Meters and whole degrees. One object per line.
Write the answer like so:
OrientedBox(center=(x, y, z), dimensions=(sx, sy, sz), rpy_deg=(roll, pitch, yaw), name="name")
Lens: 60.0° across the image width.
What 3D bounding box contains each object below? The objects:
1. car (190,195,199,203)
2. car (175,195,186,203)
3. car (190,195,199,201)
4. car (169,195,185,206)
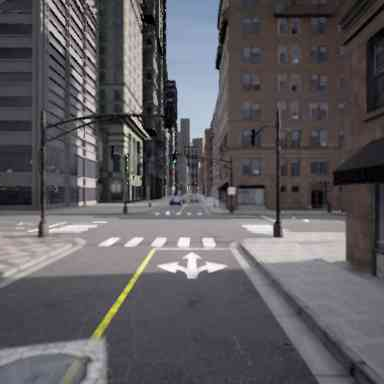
OrientedBox(center=(0.532, 1.680, 73.863), dimensions=(1.994, 1.385, 4.181), rpy_deg=(0, 0, 1), name="car")
OrientedBox(center=(-2.499, 1.485, 71.358), dimensions=(2.097, 1.767, 4.553), rpy_deg=(0, 0, 1), name="car")
OrientedBox(center=(0.655, 1.536, 83.866), dimensions=(2.033, 1.411, 5.357), rpy_deg=(0, 0, 1), name="car")
OrientedBox(center=(-2.740, 1.582, 55.977), dimensions=(1.882, 1.535, 5.008), rpy_deg=(0, 0, 1), name="car")
